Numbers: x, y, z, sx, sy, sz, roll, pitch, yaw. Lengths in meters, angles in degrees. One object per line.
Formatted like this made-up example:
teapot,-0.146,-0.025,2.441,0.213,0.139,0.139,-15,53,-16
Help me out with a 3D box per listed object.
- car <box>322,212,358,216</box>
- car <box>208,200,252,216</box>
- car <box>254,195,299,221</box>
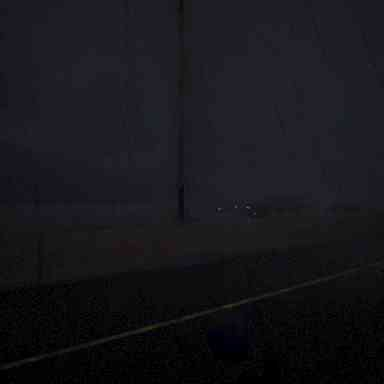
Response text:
car,13.102,1.604,29.082,4.902,1.511,2.128,0,0,-43
car,4.043,1.622,34.918,4.892,1.490,1.837,0,0,-42
car,7.100,1.317,27.505,5.566,2.045,2.150,0,1,-37
